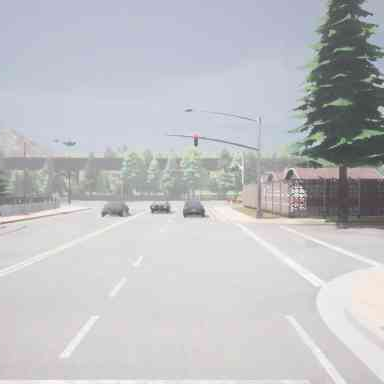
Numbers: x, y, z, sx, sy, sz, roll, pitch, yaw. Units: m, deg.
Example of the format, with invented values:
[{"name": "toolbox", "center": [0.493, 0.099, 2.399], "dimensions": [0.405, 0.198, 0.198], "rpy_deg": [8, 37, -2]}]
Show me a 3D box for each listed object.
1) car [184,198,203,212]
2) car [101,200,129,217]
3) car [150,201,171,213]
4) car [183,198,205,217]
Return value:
[{"name": "car", "center": [0.150, 1.491, 40.047], "dimensions": [2.128, 1.511, 4.902], "rpy_deg": [0, 0, 1]}, {"name": "car", "center": [-7.054, 1.525, 30.890], "dimensions": [1.812, 1.442, 4.674], "rpy_deg": [0, 0, 0]}, {"name": "car", "center": [-3.370, 1.601, 36.467], "dimensions": [1.895, 1.301, 4.718], "rpy_deg": [0, 0, 0]}, {"name": "car", "center": [0.172, 1.564, 31.145], "dimensions": [1.994, 1.385, 4.181], "rpy_deg": [0, 0, -1]}]
